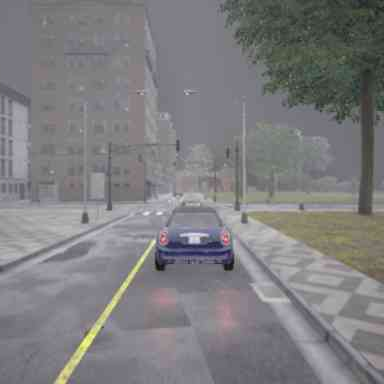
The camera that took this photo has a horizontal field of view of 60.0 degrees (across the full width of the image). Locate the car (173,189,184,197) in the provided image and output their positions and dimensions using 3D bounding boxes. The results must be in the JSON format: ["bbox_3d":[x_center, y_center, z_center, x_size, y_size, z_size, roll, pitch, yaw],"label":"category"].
[{"bbox_3d":[-3.134,0.234,74.613,2.150,2.045,5.566,0,1,0],"label":"car"}]

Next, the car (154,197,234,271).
[{"bbox_3d":[0.059,1.194,10.532,2.097,1.767,4.553,0,1,0],"label":"car"}]

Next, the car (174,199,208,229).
[{"bbox_3d":[-0.045,1.231,20.207,1.812,1.442,4.674,0,1,0],"label":"car"}]

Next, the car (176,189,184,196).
[{"bbox_3d":[-3.230,0.044,91.111,2.097,1.767,4.553,0,1,0],"label":"car"}]
